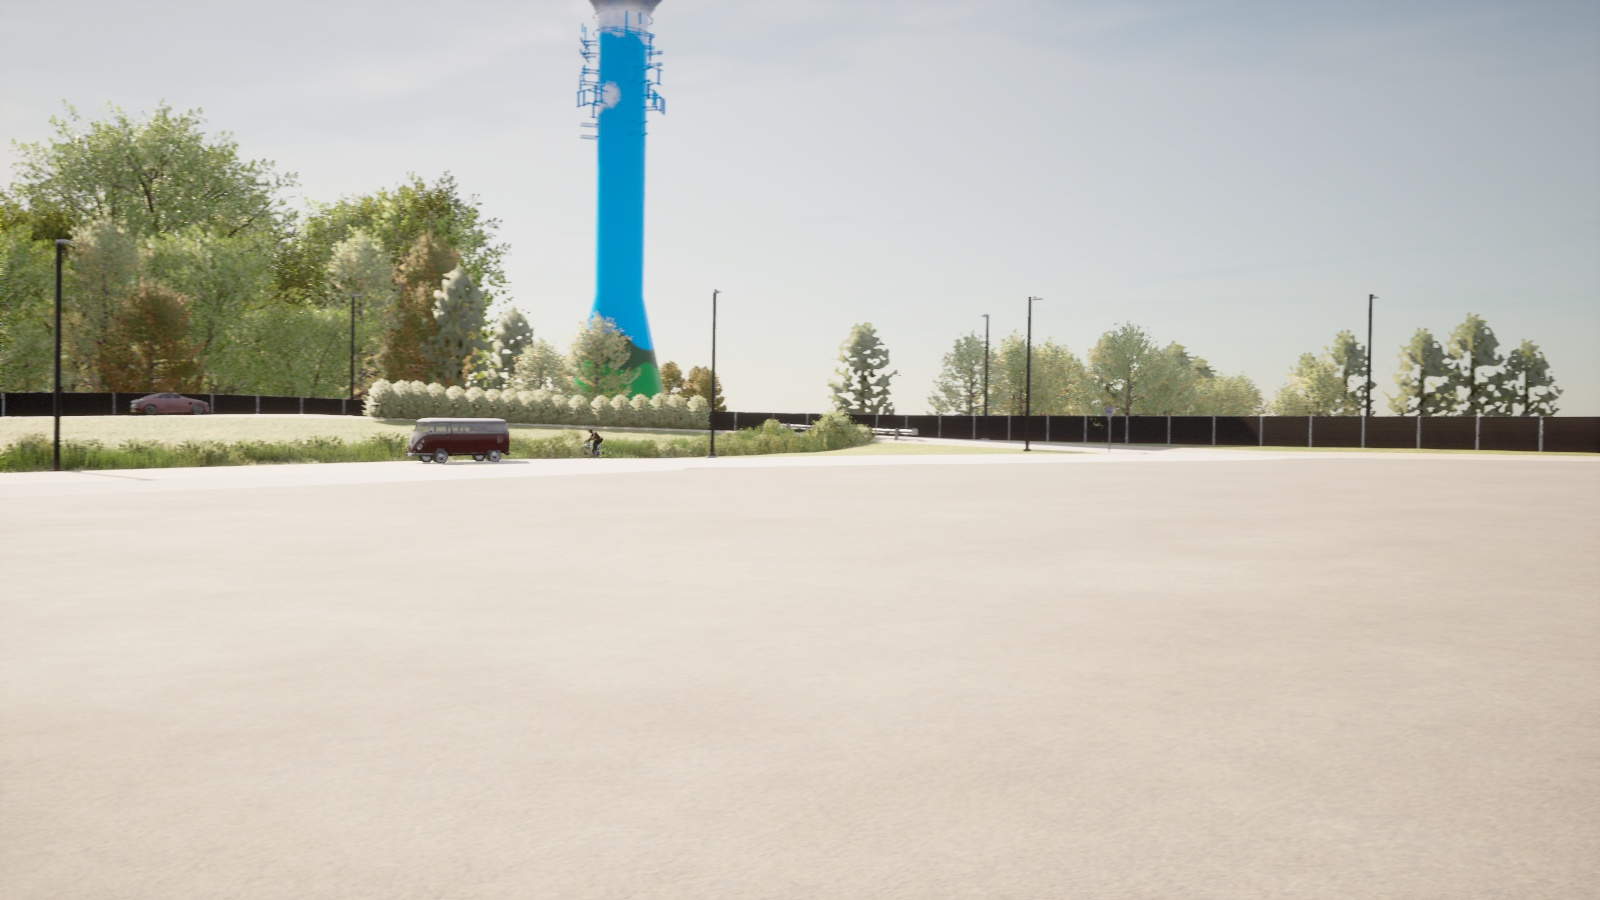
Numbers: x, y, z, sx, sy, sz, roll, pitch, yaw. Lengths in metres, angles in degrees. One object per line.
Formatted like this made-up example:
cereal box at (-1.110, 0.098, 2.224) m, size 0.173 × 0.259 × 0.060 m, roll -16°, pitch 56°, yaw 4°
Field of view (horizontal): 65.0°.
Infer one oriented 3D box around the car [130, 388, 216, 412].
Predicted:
car at (-37.702, -3.022, 75.547) m, size 4.181 × 1.385 × 1.994 m, roll -2°, pitch 3°, yaw -44°

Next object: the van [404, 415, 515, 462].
van at (-15.058, -0.541, 55.647) m, size 4.442 × 1.987 × 1.775 m, roll -1°, pitch 2°, yaw -42°
